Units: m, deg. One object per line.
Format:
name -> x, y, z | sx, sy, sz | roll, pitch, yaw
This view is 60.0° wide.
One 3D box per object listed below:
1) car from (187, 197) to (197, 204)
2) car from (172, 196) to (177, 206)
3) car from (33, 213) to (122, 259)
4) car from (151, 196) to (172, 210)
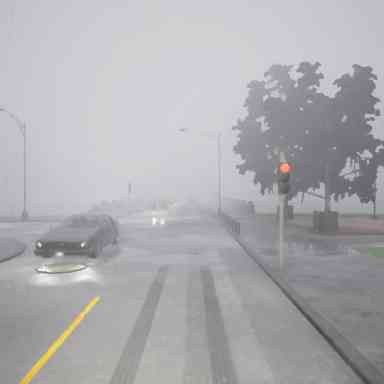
car -> 0.016, 1.547, 61.723 | 2.033, 1.411, 5.357 | 0, 0, 0
car -> -4.073, 1.477, 55.521 | 1.882, 1.535, 5.008 | 0, 0, 0
car -> -4.097, 1.547, 12.952 | 2.033, 1.411, 5.357 | 0, 0, 0
car -> -4.089, 1.491, 42.286 | 2.128, 1.511, 4.902 | 0, 0, 0
